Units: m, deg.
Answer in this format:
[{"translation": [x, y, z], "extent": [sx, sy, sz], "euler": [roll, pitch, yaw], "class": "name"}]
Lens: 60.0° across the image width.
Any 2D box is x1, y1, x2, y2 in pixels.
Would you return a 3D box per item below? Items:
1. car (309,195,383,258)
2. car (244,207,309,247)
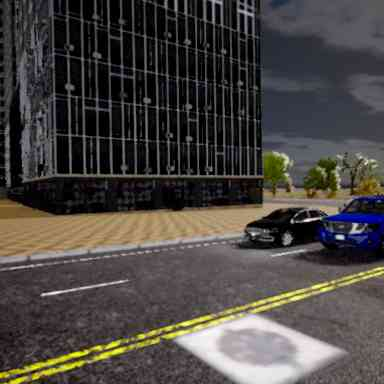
[{"translation": [7.249, 1.168, 12.845], "extent": [5.566, 2.045, 2.150], "euler": [0, 0, -35], "class": "car"}, {"translation": [4.454, 1.456, 14.843], "extent": [4.892, 1.490, 1.837], "euler": [0, 0, -35], "class": "car"}]
